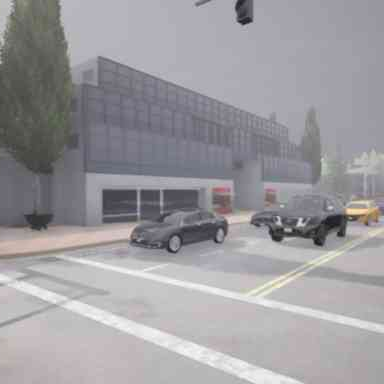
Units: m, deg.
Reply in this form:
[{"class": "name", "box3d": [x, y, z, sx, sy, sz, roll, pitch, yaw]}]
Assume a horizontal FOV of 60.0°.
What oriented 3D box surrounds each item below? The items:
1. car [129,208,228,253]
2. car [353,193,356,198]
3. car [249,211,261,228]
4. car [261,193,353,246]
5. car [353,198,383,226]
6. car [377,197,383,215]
[{"class": "car", "box3d": [-0.371, 1.467, 13.717, 1.837, 1.490, 4.892, 0, 0, 39]}, {"class": "car", "box3d": [14.713, 1.123, 32.715, 2.150, 2.045, 5.566, 0, 1, 39]}, {"class": "car", "box3d": [5.698, 1.487, 21.342, 2.033, 1.411, 5.357, 0, 0, 39]}, {"class": "car", "box3d": [5.570, 1.177, 15.544, 2.150, 2.045, 5.566, 0, 0, 38]}, {"class": "car", "box3d": [11.630, 1.411, 23.194, 1.882, 1.535, 5.008, 0, 0, 39]}, {"class": "car", "box3d": [17.931, 1.262, 31.132, 2.097, 1.767, 4.553, 0, 0, 39]}]
